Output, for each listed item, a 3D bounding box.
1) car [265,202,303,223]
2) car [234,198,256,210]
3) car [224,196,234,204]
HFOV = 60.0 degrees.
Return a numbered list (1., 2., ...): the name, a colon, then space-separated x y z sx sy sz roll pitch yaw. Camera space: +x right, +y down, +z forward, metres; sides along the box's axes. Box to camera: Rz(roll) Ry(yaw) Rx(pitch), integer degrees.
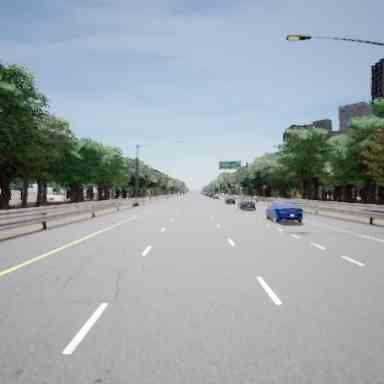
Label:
1. car: 7.040 1.514 25.800 1.882 1.535 5.008 0 0 0
2. car: 7.109 1.570 43.613 1.812 1.442 4.674 0 0 0
3. car: 7.229 1.580 63.715 1.812 1.442 4.674 0 0 0
